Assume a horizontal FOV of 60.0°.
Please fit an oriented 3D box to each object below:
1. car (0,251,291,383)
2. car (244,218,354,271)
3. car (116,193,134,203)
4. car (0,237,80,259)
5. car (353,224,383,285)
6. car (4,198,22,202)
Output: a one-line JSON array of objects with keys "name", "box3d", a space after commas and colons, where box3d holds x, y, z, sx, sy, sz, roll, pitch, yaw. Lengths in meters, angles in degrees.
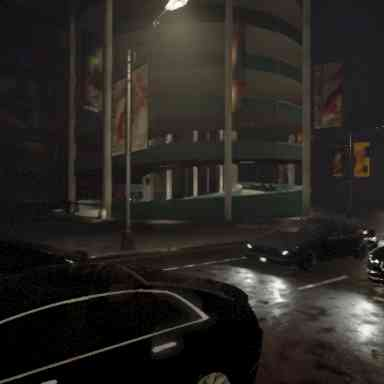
[{"name": "car", "box3d": [-1.482, 1.510, 2.939, 4.892, 1.490, 1.837, 1, -1, -35]}, {"name": "car", "box3d": [4.274, 1.619, 11.329, 5.357, 1.411, 2.033, 0, 0, -35]}, {"name": "car", "box3d": [-12.954, 1.226, 62.496, 2.435, 2.045, 5.566, 0, 0, -36]}, {"name": "car", "box3d": [-3.964, 1.527, 5.466, 4.674, 1.442, 1.812, 1, 0, -35]}, {"name": "car", "box3d": [6.418, 1.578, 8.567, 4.892, 1.490, 1.837, 1, 0, -35]}, {"name": "car", "box3d": [-27.486, 1.531, 51.015, 1.895, 1.301, 4.718, 0, 0, -36]}]
